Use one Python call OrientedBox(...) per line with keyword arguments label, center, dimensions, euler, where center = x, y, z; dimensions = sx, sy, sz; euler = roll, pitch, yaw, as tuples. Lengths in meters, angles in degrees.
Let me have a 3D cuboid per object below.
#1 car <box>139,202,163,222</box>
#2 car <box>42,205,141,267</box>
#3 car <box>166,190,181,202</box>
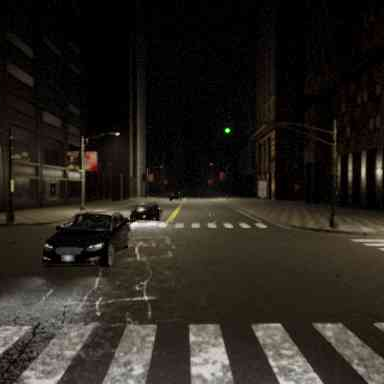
OrientedBox(label="car", center=(-3.252, 1.448, 24.629), dimensions=(1.994, 1.385, 4.181), euler=(0, 1, 0))
OrientedBox(label="car", center=(-3.247, 1.428, 11.134), dimensions=(2.128, 1.511, 4.902), euler=(0, 1, 0))
OrientedBox(label="car", center=(-3.258, 0.779, 64.340), dimensions=(2.150, 2.045, 5.566), euler=(0, 0, 0))
